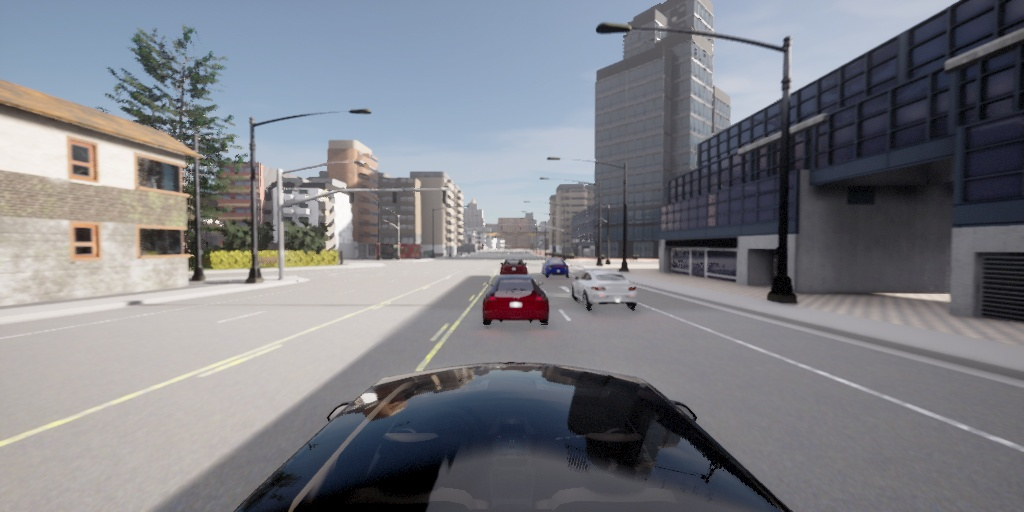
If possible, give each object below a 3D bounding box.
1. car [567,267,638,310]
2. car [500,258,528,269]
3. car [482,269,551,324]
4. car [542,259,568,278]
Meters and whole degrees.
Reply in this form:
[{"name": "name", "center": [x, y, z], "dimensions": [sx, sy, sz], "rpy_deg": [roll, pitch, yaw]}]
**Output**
[{"name": "car", "center": [3.613, 1.259, 14.539], "dimensions": [1.812, 1.442, 4.674], "rpy_deg": [0, 0, 0]}, {"name": "car", "center": [0.130, 0.902, 28.064], "dimensions": [2.097, 1.767, 4.553], "rpy_deg": [0, 1, 0]}, {"name": "car", "center": [0.109, 1.305, 11.875], "dimensions": [1.994, 1.385, 4.181], "rpy_deg": [0, 0, 0]}, {"name": "car", "center": [3.631, 0.974, 30.623], "dimensions": [1.882, 1.535, 5.008], "rpy_deg": [0, 1, 0]}]
